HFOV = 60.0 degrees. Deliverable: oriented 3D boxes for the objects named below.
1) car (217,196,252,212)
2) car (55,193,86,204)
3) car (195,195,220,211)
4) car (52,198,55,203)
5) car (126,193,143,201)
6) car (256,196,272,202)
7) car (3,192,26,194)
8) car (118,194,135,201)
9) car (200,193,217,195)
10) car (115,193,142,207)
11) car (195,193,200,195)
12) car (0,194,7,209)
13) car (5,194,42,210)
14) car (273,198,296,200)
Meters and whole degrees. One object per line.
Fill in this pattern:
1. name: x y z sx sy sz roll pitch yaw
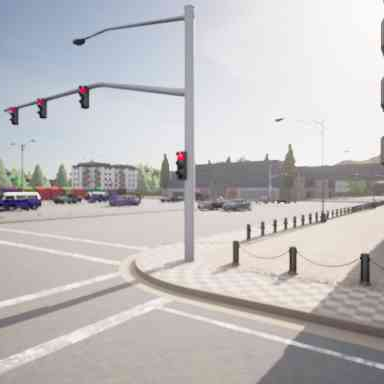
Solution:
1. car: 5.326 1.535 38.933 1.837 1.490 4.892 0 0 36
2. car: -24.191 1.128 66.384 1.932 1.855 4.605 0 0 36
3. car: 2.535 1.516 41.046 2.128 1.511 4.902 0 0 36
4. car: -26.492 1.334 68.146 1.784 1.438 3.905 0 0 36
5. car: -13.865 1.131 80.538 1.905 1.878 3.866 0 0 36
6. car: 11.920 1.204 53.813 1.812 1.442 4.674 0 0 36
7. car: -28.603 1.135 50.951 1.932 1.855 4.605 0 0 36
8. car: -16.195 1.366 82.256 1.970 1.475 3.806 0 0 36
9. car: 4.300 1.160 67.230 1.932 1.855 4.605 0 0 36
10. car: -10.500 1.394 56.482 1.970 1.475 3.806 0 0 36
11. car: 1.996 1.158 68.982 1.905 1.878 3.866 0 0 36
12. car: -26.408 1.349 49.408 1.784 1.438 3.905 0 0 36
13. car: -24.072 1.385 47.698 1.970 1.475 3.806 0 0 36
14. car: 14.734 1.280 51.732 1.895 1.301 4.718 0 0 36
